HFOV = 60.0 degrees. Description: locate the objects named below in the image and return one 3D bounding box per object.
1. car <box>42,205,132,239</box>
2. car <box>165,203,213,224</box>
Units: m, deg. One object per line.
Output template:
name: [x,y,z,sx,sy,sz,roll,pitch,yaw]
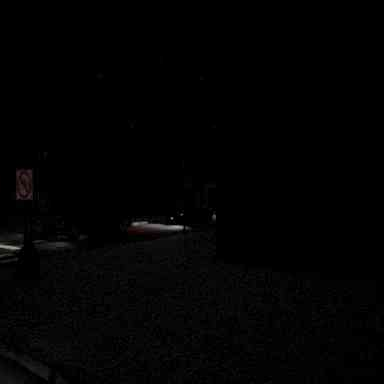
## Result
car: [-5.459,1.516,17.892,1.882,1.535,5.008,0,0,35]
car: [-0.080,1.582,25.443,1.812,1.442,4.674,0,0,35]
